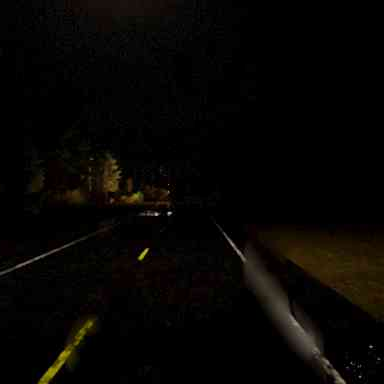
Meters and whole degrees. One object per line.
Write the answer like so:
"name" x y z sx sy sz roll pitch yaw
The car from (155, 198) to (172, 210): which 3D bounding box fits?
"car" -3.586 1.497 42.997 1.882 1.535 5.008 0 0 0
